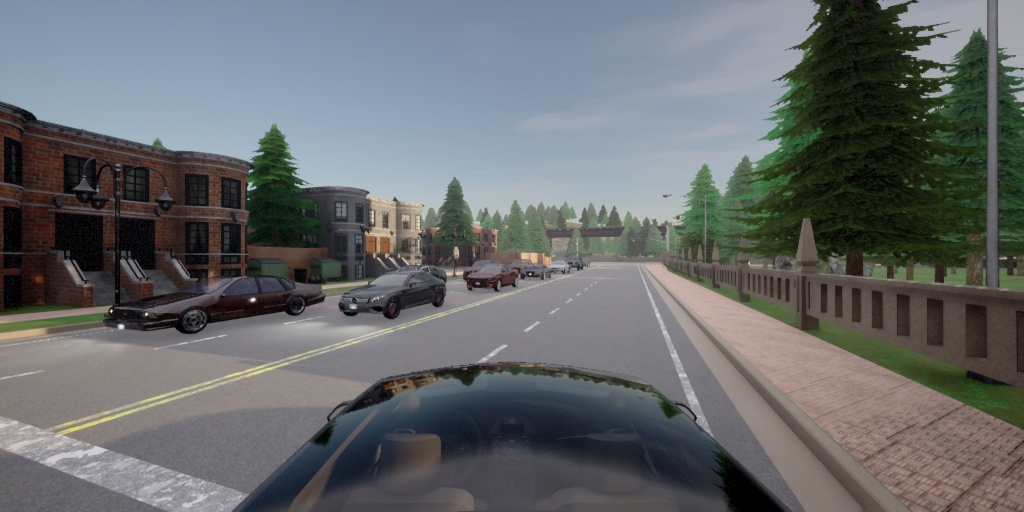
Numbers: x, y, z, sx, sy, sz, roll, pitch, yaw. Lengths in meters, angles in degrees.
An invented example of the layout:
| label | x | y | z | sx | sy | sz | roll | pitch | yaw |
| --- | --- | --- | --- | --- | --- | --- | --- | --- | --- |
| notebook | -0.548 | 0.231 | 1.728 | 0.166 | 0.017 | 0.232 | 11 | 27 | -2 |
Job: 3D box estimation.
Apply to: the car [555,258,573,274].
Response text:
| label | x | y | z | sx | sy | sz | roll | pitch | yaw |
| --- | --- | --- | --- | --- | --- | --- | --- | --- | --- |
| car | 5.409 | 1.276 | 40.971 | 1.812 | 1.442 | 4.674 | 0 | 0 | 19 |

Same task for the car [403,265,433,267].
| label | x | y | z | sx | sy | sz | roll | pitch | yaw |
| --- | --- | --- | --- | --- | --- | --- | --- | --- | --- |
| car | -5.417 | 1.242 | 20.040 | 2.128 | 1.511 | 4.902 | 0 | 0 | 18 |

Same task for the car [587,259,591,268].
| label | x | y | z | sx | sy | sz | roll | pitch | yaw |
| --- | --- | --- | --- | --- | --- | --- | --- | --- | --- |
| car | 12.255 | 1.255 | 61.013 | 1.837 | 1.490 | 4.892 | 0 | 0 | 19 |

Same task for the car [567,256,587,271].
| label | x | y | z | sx | sy | sz | roll | pitch | yaw |
| --- | --- | --- | --- | --- | --- | --- | --- | --- | --- |
| car | 8.775 | 0.971 | 50.844 | 2.150 | 2.045 | 5.566 | 0 | 0 | 19 |

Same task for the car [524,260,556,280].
| label | x | y | z | sx | sy | sz | roll | pitch | yaw |
| --- | --- | --- | --- | --- | --- | --- | --- | --- | --- |
| car | 2.168 | 1.314 | 31.422 | 1.994 | 1.385 | 4.181 | 0 | 0 | 20 |

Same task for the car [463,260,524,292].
| label | x | y | z | sx | sy | sz | roll | pitch | yaw |
| --- | --- | --- | --- | --- | --- | --- | --- | --- | --- |
| car | -1.067 | 1.228 | 21.942 | 1.882 | 1.535 | 5.008 | 0 | 0 | 19 |

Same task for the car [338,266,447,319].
| label | x | y | z | sx | sy | sz | roll | pitch | yaw |
| --- | --- | --- | --- | --- | --- | --- | --- | --- | --- |
| car | -4.072 | 1.276 | 13.111 | 1.812 | 1.442 | 4.674 | 0 | 0 | 19 |

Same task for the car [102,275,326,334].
| label | x | y | z | sx | sy | sz | roll | pitch | yaw |
| --- | --- | --- | --- | --- | --- | --- | --- | --- | --- |
| car | -8.467 | 1.297 | 11.066 | 2.033 | 1.411 | 5.357 | 0 | 0 | 19 |
